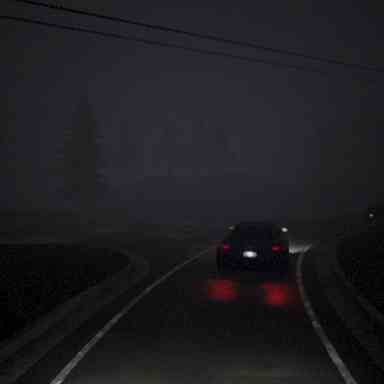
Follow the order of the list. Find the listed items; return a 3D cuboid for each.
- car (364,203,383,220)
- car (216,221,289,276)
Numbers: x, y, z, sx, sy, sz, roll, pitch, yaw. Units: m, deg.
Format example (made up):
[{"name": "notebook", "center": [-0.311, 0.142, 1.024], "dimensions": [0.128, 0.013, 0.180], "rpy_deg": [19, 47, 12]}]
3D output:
[{"name": "car", "center": [16.796, 1.663, 28.393], "dimensions": [4.892, 1.490, 1.837], "rpy_deg": [0, -2, -29]}, {"name": "car", "center": [2.084, 1.622, 10.692], "dimensions": [1.994, 1.385, 4.181], "rpy_deg": [0, 0, 16]}]
